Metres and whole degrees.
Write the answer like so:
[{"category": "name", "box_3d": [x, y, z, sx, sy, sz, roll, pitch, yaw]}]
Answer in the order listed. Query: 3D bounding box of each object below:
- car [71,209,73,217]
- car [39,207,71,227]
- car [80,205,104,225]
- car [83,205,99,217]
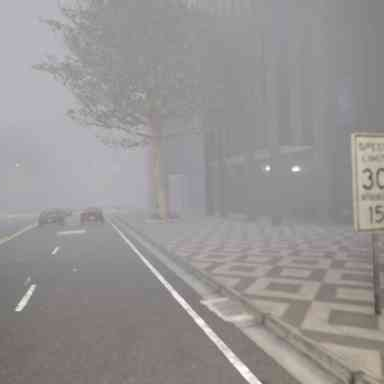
[{"category": "car", "box_3d": [-16.033, 2.474, 41.742, 1.895, 1.301, 4.718, -2, 0, -17]}, {"category": "car", "box_3d": [-12.028, 2.127, 28.822, 2.128, 1.511, 4.902, -2, 0, -17]}, {"category": "car", "box_3d": [-8.965, 2.013, 29.854, 1.882, 1.535, 5.008, -2, 0, -17]}, {"category": "car", "box_3d": [-13.015, 2.378, 42.978, 1.895, 1.301, 4.718, -2, 0, -17]}]
